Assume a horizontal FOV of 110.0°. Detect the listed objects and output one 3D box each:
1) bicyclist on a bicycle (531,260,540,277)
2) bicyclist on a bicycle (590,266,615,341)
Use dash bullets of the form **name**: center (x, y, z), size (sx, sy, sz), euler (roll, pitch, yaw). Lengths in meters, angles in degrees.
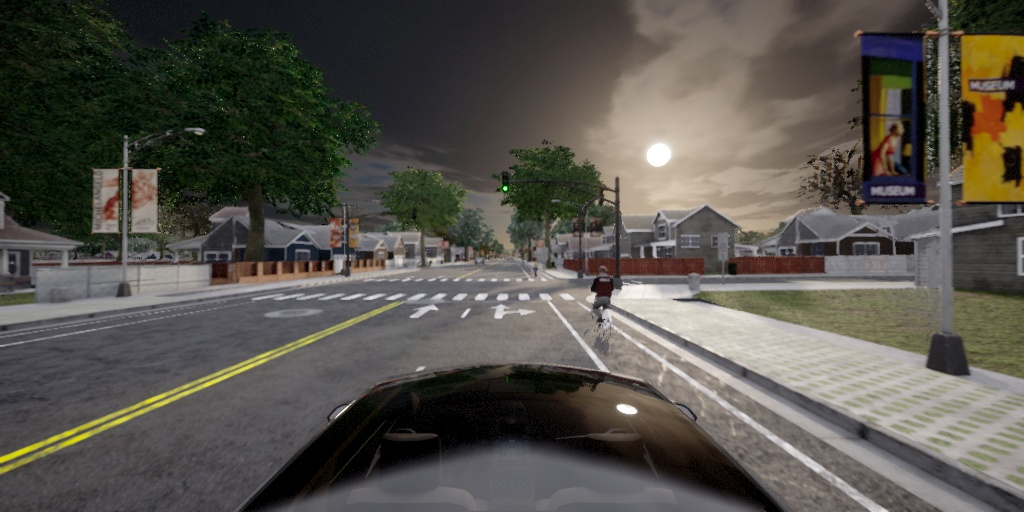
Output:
- **bicyclist on a bicycle**: center (2.278, 1.226, 34.503), size (0.866, 1.612, 1.509), euler (0, 0, 0)
- **bicyclist on a bicycle**: center (2.246, 1.130, 9.061), size (0.659, 1.776, 1.843), euler (0, 0, 0)
